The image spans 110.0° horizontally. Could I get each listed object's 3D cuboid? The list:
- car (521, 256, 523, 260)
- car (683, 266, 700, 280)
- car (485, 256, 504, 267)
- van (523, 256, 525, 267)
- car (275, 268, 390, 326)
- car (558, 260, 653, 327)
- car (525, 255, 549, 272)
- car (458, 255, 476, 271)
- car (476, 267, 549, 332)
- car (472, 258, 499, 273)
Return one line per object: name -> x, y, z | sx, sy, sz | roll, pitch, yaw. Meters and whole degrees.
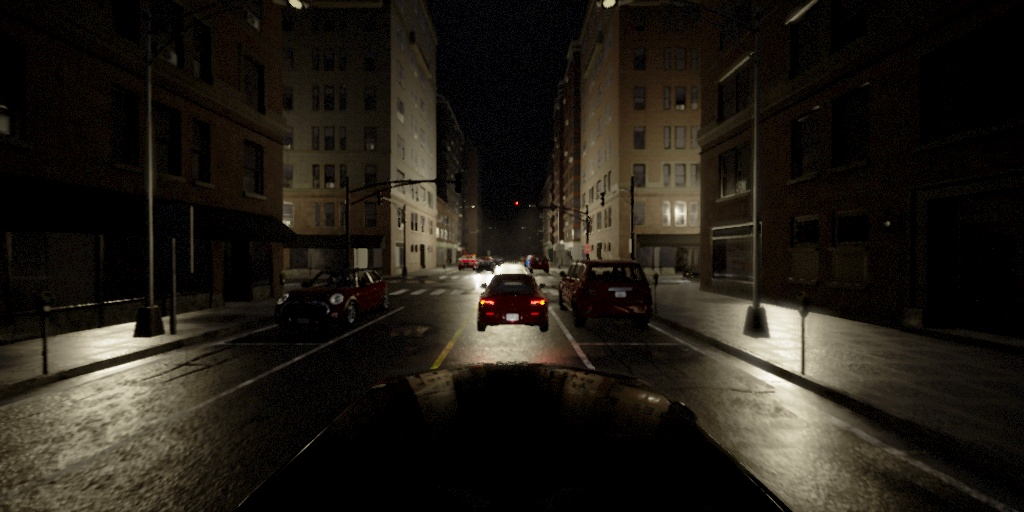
car -> 2.849, 0.758, 54.738 | 2.192, 1.841, 5.009 | 0, 0, 0
car -> 14.831, 1.129, 26.216 | 4.181, 1.385, 1.994 | 0, 0, 0
car -> -2.662, 1.051, 53.679 | 1.895, 1.301, 4.718 | 0, 0, 1
van -> 2.836, 0.817, 49.234 | 1.690, 1.789, 3.998 | 0, 0, 0
car -> -5.361, 1.135, 11.196 | 1.967, 1.591, 4.097 | 0, 0, 0
car -> 2.664, 1.010, 11.172 | 2.192, 1.841, 5.009 | 0, 0, 0
car -> 2.811, 0.854, 38.227 | 2.192, 1.841, 5.009 | 0, 0, 0
car -> -5.291, 0.822, 43.755 | 2.192, 1.841, 5.009 | 0, 0, 0
car -> 0.033, 1.225, 10.526 | 1.812, 1.442, 4.674 | 0, 0, 1
car -> -2.737, 1.142, 38.028 | 1.895, 1.301, 4.718 | 0, 0, 0
